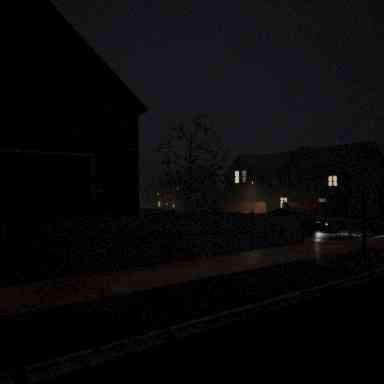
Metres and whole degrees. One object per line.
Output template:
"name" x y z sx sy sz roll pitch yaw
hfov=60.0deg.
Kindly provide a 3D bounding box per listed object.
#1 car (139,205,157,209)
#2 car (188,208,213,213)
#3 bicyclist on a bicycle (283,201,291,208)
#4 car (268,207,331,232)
"car" -5.509 2.316 40.335 1.882 1.535 5.008 -1 -1 -35
"car" 1.137 2.168 31.006 1.895 1.301 4.718 -1 -1 -36
"bicyclist on a bicycle" 8.682 1.667 30.490 1.656 1.620 0.582 -1 0 -36
"car" 7.006 1.832 22.771 1.837 1.490 4.892 -1 -1 -36
